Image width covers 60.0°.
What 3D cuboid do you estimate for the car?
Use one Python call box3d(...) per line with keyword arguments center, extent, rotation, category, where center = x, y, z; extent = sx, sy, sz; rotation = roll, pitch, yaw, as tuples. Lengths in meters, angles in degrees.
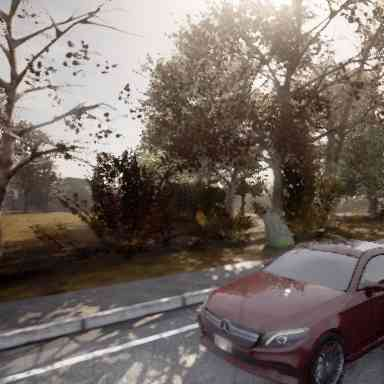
box3d(center=(2.263, 1.539, 5.298), extent=(4.674, 1.442, 1.812), rotation=(0, 0, -35), category="car")
